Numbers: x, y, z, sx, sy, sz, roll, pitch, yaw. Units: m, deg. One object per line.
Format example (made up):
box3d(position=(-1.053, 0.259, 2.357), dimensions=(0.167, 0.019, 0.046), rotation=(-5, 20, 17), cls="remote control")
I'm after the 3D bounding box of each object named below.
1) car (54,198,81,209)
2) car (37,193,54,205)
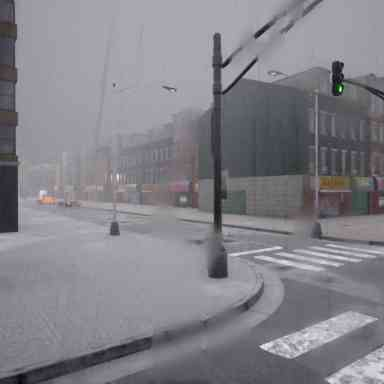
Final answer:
box3d(position=(-16.120, 1.453, 43.392), dimensions=(1.895, 1.301, 4.718), rotation=(0, 0, -36), cls="car")
box3d(position=(-23.776, 1.163, 54.067), dimensions=(2.097, 1.767, 4.553), rotation=(0, 0, -34), cls="car")
